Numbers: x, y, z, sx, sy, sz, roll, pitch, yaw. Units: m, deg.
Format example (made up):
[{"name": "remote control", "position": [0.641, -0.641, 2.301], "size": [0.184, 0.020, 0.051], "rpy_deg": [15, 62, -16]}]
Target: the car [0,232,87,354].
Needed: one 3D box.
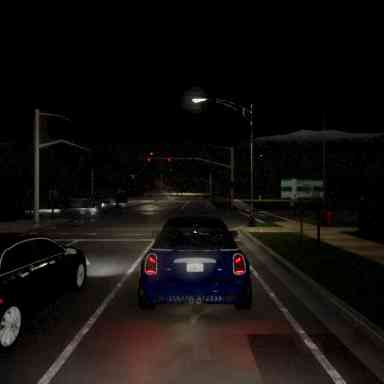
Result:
[{"name": "car", "position": [-3.442, 1.505, 6.092], "size": [1.837, 1.490, 4.892], "rpy_deg": [0, 0, 0]}]

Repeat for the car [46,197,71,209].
[{"name": "car", "position": [-18.171, 1.491, 45.538], "size": [2.128, 1.511, 4.902], "rpy_deg": [0, 0, 1]}]

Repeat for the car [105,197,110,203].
[{"name": "car", "position": [-17.777, 1.600, 65.741], "size": [1.895, 1.301, 4.718], "rpy_deg": [0, 0, 1]}]

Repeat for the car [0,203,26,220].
[{"name": "car", "position": [-14.977, 1.547, 25.681], "size": [2.033, 1.411, 5.357], "rpy_deg": [0, 0, 1]}]

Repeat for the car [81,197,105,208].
[{"name": "car", "position": [-14.622, 1.525, 48.492], "size": [1.812, 1.442, 4.674], "rpy_deg": [0, 0, 1]}]

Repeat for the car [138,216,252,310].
[{"name": "car", "position": [0.068, 1.352, 7.997], "size": [2.097, 1.767, 4.553], "rpy_deg": [0, 0, 0]}]

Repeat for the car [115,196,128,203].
[{"name": "car", "position": [-14.241, 1.505, 67.483], "size": [1.837, 1.490, 4.892], "rpy_deg": [0, 0, 1]}]
